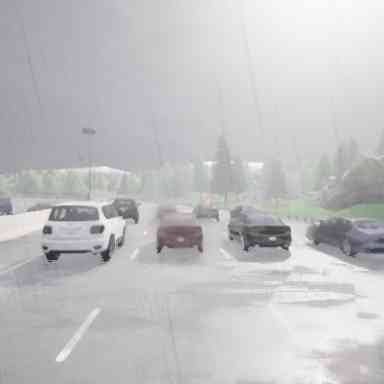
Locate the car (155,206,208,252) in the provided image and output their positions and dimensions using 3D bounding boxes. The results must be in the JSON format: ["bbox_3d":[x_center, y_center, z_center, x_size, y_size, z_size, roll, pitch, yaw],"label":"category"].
[{"bbox_3d":[-0.606,1.643,14.911,1.882,1.535,5.008,0,0,-4],"label":"car"}]

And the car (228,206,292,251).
[{"bbox_3d":[2.887,1.646,15.136,1.882,1.535,5.008,0,0,-4],"label":"car"}]

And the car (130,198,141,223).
[{"bbox_3d":[-5.614,1.538,28.369,2.150,2.045,5.566,0,0,-8],"label":"car"}]

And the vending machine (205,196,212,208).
[{"bbox_3d":[3.011,1.870,61.159,1.100,2.100,0.880,0,-1,-16],"label":"vending machine"}]

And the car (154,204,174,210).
[{"bbox_3d":[-2.286,1.836,29.731,1.837,1.490,4.892,0,0,-8],"label":"car"}]

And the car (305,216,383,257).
[{"bbox_3d":[6.514,1.700,13.654,2.033,1.411,5.357,0,-1,-4],"label":"car"}]

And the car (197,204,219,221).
[{"bbox_3d":[1.180,1.827,30.216,2.128,1.511,4.902,0,0,-8],"label":"car"}]

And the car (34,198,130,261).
[{"bbox_3d":[-3.968,1.370,13.063,2.150,2.045,5.566,0,0,-4],"label":"car"}]
